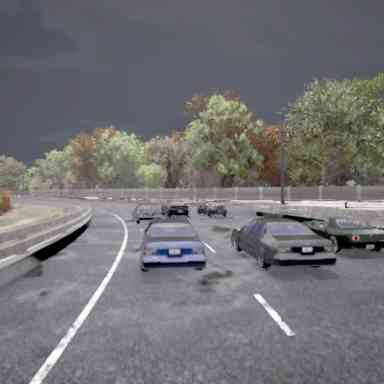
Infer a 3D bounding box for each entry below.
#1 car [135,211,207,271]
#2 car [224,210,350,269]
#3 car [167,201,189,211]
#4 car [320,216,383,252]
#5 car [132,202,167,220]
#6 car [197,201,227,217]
[{"bbox_3d":[-0.736,1.579,11.003,2.033,1.411,5.357,0,0,-7],"label":"car"},{"bbox_3d":[2.752,1.574,11.279,2.033,1.411,5.357,0,0,-7],"label":"car"},{"bbox_3d":[-1.733,1.567,31.843,1.882,1.535,5.008,0,0,-17],"label":"car"},{"bbox_3d":[5.939,1.629,13.822,1.895,1.301,4.718,0,0,-8],"label":"car"},{"bbox_3d":[-3.607,1.624,25.976,2.033,1.411,5.357,0,0,-15],"label":"car"},{"bbox_3d":[1.875,1.609,31.997,1.812,1.442,4.674,0,0,-17],"label":"car"}]
